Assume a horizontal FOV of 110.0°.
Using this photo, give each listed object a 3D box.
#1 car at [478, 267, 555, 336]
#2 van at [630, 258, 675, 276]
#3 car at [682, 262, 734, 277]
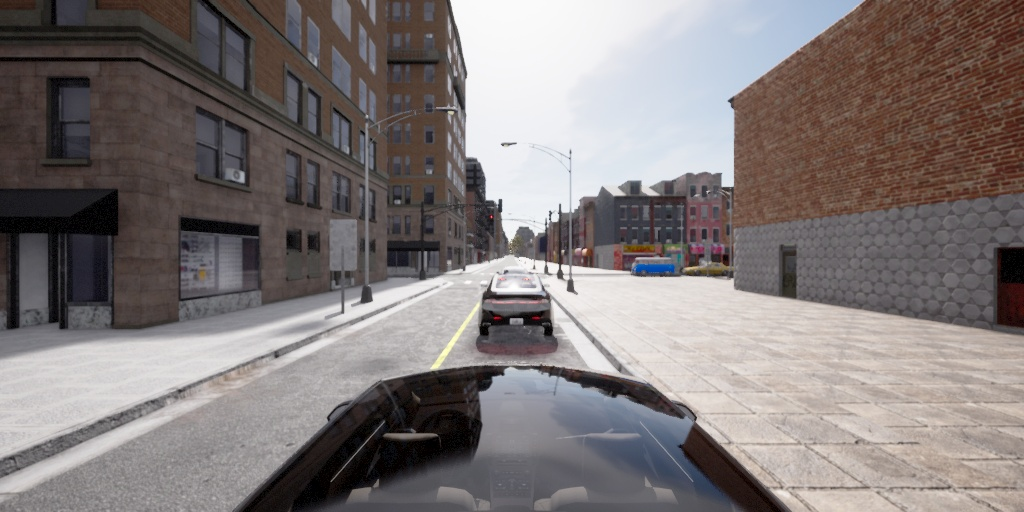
[{"bbox_3d":[0.105,1.235,10.370,2.128,1.511,4.902,0,0,0],"label":"car"},{"bbox_3d":[13.764,1.063,35.074,3.998,1.789,1.690,0,0,0],"label":"van"},{"bbox_3d":[19.206,1.243,35.061,4.829,1.417,1.751,0,0,0],"label":"car"}]
